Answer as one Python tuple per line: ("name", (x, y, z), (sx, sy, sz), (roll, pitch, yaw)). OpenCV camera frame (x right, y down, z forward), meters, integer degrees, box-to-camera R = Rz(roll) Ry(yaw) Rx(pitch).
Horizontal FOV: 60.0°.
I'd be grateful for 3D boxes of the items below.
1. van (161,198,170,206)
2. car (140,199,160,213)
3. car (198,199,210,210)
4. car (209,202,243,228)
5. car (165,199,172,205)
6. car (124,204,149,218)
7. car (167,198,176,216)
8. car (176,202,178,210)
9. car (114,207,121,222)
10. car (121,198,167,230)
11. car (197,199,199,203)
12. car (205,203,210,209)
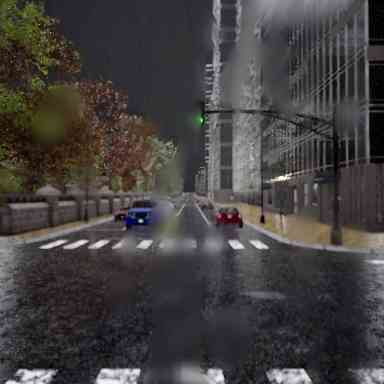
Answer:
("van", (-6.067, 2.223, 75.672), (1.690, 1.788, 3.998), (0, -1, 0))
("car", (-5.927, 1.883, 47.258), (2.192, 1.841, 5.009), (0, -1, 0))
("car", (2.424, 2.209, 52.974), (1.947, 1.339, 4.313), (0, -1, 0))
("car", (2.565, 1.743, 24.573), (1.967, 1.590, 4.097), (0, -1, 0))
("car", (-6.124, 2.579, 87.035), (1.802, 1.307, 4.206), (0, -1, 0))
("car", (-5.873, 1.983, 35.890), (2.008, 1.369, 4.403), (0, -1, 0))
("car", (-3.293, 1.688, 38.447), (2.150, 2.045, 5.566), (0, -1, 0))
("car", (-3.306, 2.135, 54.765), (1.882, 1.535, 5.008), (0, -1, 0))
("car", (-5.844, 1.908, 30.208), (1.887, 1.381, 4.507), (0, -1, 0))
("car", (-3.223, 1.508, 23.609), (2.150, 2.045, 5.566), (0, -1, 0))
("car", (2.397, 2.148, 58.656), (1.967, 1.590, 4.097), (0, -1, 0))
("car", (2.536, 1.938, 30.251), (1.947, 1.339, 4.313), (0, -1, 0))
